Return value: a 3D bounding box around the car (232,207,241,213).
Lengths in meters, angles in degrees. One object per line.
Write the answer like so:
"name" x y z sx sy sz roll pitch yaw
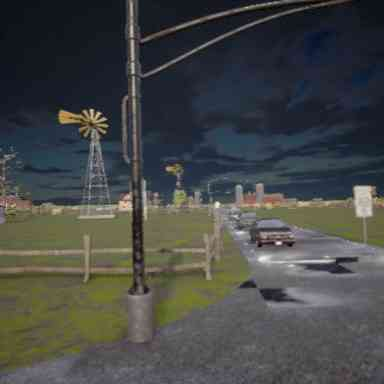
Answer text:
"car" 11.274 4.553 85.237 1.895 1.301 4.718 -2 -2 3

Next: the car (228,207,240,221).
"car" 6.042 3.178 45.719 2.128 1.511 4.902 -2 -2 4

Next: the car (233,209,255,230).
"car" 5.064 2.599 30.256 1.837 1.490 4.892 -2 -2 4

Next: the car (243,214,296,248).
"car" 4.362 2.201 18.824 2.033 1.411 5.357 -2 -2 3
